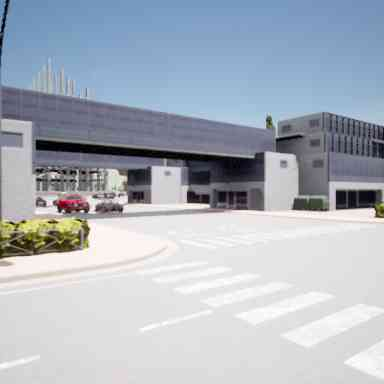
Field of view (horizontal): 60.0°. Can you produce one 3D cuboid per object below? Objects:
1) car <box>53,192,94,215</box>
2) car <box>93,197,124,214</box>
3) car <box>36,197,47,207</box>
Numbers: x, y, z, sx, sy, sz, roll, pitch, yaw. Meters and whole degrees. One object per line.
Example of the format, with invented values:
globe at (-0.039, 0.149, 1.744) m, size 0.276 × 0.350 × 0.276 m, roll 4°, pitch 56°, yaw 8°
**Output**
car at (-12.600, 1.221, 35.153) m, size 2.150 × 2.045 × 5.566 m, roll 0°, pitch 0°, yaw -36°
car at (-9.019, 1.564, 36.177) m, size 1.994 × 1.385 × 4.181 m, roll 0°, pitch 0°, yaw -36°
car at (-23.202, 1.528, 49.958) m, size 2.128 × 1.511 × 4.902 m, roll 0°, pitch 0°, yaw -36°
